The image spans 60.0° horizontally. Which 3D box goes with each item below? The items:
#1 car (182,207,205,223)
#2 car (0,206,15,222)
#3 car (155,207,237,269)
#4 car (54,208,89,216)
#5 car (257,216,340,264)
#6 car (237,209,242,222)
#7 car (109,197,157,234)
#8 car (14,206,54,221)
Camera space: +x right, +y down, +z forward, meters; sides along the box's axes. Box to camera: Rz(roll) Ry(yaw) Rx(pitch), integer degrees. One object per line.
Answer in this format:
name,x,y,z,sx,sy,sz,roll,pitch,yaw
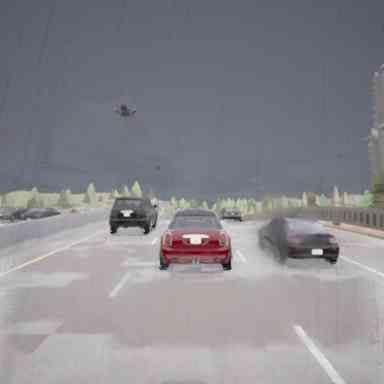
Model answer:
car,0.109,2.167,31.925,2.033,1.411,5.357,0,-4,0
car,-17.585,2.160,32.650,2.128,1.511,4.902,0,-4,0
car,0.103,1.387,11.386,2.097,1.767,4.553,0,0,0
car,-10.587,2.145,30.735,1.895,1.301,4.718,0,-3,0
car,3.604,1.562,11.864,1.812,1.442,4.674,0,0,0
car,3.614,2.166,31.920,2.033,1.411,5.357,0,-4,0
car,-3.394,1.326,20.015,2.150,2.045,5.566,0,-1,0
car,-14.088,2.134,31.408,2.033,1.411,5.357,0,-4,0
